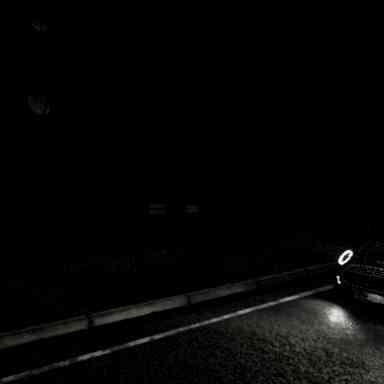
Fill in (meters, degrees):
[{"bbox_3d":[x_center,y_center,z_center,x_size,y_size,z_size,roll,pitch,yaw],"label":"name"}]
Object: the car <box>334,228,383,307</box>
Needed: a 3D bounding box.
[{"bbox_3d":[5.185,1.359,7.381,4.553,1.767,2.097,0,0,-35],"label":"car"}]
